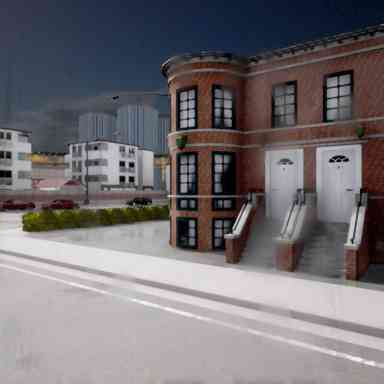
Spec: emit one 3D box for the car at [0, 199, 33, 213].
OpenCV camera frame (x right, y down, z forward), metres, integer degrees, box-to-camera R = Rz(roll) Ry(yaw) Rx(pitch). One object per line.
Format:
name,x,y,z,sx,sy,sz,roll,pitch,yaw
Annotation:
car,-20.037,1.528,37.442,1.812,1.442,4.674,0,0,37

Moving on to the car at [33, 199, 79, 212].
car,-15.192,1.528,38.049,1.812,1.442,4.674,0,0,37

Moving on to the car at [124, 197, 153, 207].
car,-8.410,1.506,52.140,1.837,1.490,4.892,-1,-1,43
